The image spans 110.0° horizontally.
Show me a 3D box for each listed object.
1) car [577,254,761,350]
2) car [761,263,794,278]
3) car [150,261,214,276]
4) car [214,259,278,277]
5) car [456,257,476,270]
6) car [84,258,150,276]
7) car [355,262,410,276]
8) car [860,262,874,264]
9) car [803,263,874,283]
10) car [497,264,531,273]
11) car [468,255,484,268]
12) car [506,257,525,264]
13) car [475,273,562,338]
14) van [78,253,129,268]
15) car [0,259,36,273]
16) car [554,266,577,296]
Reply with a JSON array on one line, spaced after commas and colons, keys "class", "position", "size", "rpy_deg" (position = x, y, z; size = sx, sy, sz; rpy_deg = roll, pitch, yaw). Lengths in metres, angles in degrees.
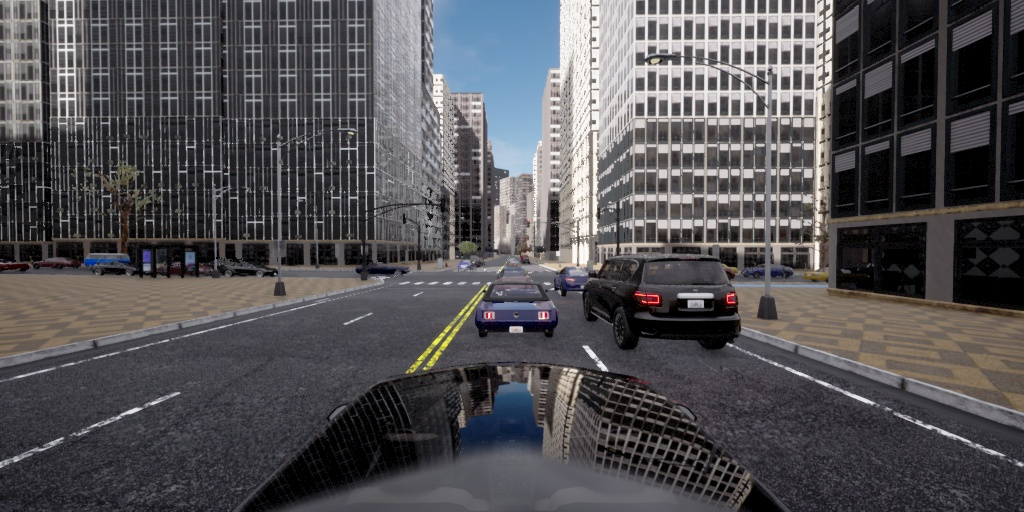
[{"class": "car", "position": [3.345, 0.968, 9.233], "size": [2.150, 2.045, 5.566], "rpy_deg": [0, 0, 0]}, {"class": "car", "position": [25.805, 1.471, 36.305], "size": [4.674, 1.442, 1.812], "rpy_deg": [1, 1, 1]}, {"class": "car", "position": [-28.440, 1.138, 31.305], "size": [4.207, 1.307, 1.802], "rpy_deg": [0, 0, 1]}, {"class": "car", "position": [-22.756, 1.174, 31.176], "size": [4.313, 1.339, 1.948], "rpy_deg": [0, 0, 1]}, {"class": "car", "position": [-6.630, 1.241, 51.221], "size": [1.812, 1.442, 4.674], "rpy_deg": [0, 0, -2]}, {"class": "car", "position": [-34.121, 1.069, 31.473], "size": [4.313, 1.339, 1.948], "rpy_deg": [0, 0, 1]}, {"class": "car", "position": [-12.192, 1.254, 34.059], "size": [4.718, 1.301, 1.895], "rpy_deg": [0, 1, -5]}, {"class": "car", "position": [35.906, 1.385, 36.123], "size": [4.553, 1.767, 2.097], "rpy_deg": [0, 1, 1]}, {"class": "car", "position": [27.618, 1.579, 30.493], "size": [4.829, 1.417, 1.751], "rpy_deg": [0, 0, 1]}, {"class": "car", "position": [0.088, 1.305, 18.931], "size": [1.994, 1.385, 4.181], "rpy_deg": [0, 0, 0]}, {"class": "car", "position": [-6.623, 0.925, 61.183], "size": [2.150, 2.045, 5.566], "rpy_deg": [0, 0, 0]}, {"class": "car", "position": [0.254, 1.266, 48.964], "size": [2.033, 1.411, 5.357], "rpy_deg": [0, 0, -2]}, {"class": "car", "position": [0.095, 1.347, 10.194], "size": [1.895, 1.301, 4.718], "rpy_deg": [0, 0, 0]}, {"class": "van", "position": [-45.319, 0.605, 40.124], "size": [3.998, 1.789, 1.690], "rpy_deg": [0, 0, 1]}, {"class": "car", "position": [-49.523, 0.919, 34.462], "size": [4.718, 1.301, 1.895], "rpy_deg": [1, 1, 2]}, {"class": "car", "position": [3.336, 1.267, 18.924], "size": [1.812, 1.442, 4.674], "rpy_deg": [0, 0, 0]}]
